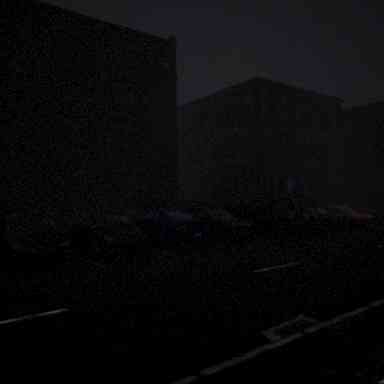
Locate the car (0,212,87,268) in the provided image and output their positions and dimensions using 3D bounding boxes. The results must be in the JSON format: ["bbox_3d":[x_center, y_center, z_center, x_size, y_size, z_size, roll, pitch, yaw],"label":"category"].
[{"bbox_3d":[-5.687,1.503,11.650,2.231,1.521,4.892,0,0,-36],"label":"car"}]

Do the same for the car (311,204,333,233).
[{"bbox_3d":[5.476,1.423,19.730,2.185,1.767,4.553,0,0,-36],"label":"car"}]

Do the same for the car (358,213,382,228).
[{"bbox_3d":[10.023,1.589,22.851,1.946,1.575,5.366,1,0,-36],"label":"car"}]

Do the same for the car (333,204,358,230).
[{"bbox_3d":[7.682,1.609,21.380,2.002,1.452,4.674,0,0,-36],"label":"car"}]

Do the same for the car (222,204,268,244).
[{"bbox_3d":[0.999,1.519,16.515,2.097,1.535,5.008,0,0,-36],"label":"car"}]

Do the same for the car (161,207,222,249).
[{"bbox_3d":[-1.223,1.510,14.885,2.097,1.535,5.008,0,0,-36],"label":"car"}]

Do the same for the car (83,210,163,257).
[{"bbox_3d":[-3.458,1.505,13.271,2.231,1.521,4.892,0,0,-36],"label":"car"}]

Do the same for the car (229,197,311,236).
[{"bbox_3d":[3.214,1.281,18.158,2.435,2.045,5.566,0,0,-36],"label":"car"}]
